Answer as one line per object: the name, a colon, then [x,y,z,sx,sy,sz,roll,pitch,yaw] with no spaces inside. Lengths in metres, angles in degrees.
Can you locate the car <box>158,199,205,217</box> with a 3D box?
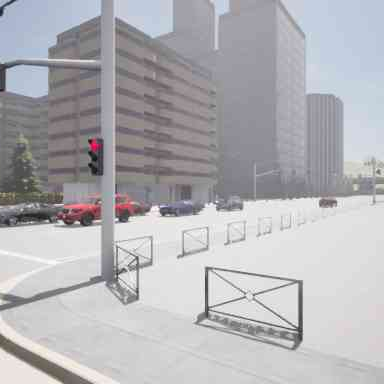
car: [-1.075,1.601,31.614,1.895,1.301,4.718,0,0,35]

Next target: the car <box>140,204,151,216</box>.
car: [-6.022,1.601,30.602,1.895,1.301,4.718,0,0,35]

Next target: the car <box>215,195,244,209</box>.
car: [5.314,1.353,46.985,2.097,1.767,4.553,0,0,35]

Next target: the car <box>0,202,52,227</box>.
car: [-11.281,1.492,22.970,2.128,1.511,4.902,0,0,35]

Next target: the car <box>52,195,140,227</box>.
car: [-6.618,1.221,23.569,2.150,2.045,5.566,0,0,35]

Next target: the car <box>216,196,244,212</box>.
car: [4.609,1.526,39.837,1.812,1.442,4.674,0,0,35]

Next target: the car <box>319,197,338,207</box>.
car: [20.802,1.478,50.701,1.882,1.535,5.008,0,0,35]
